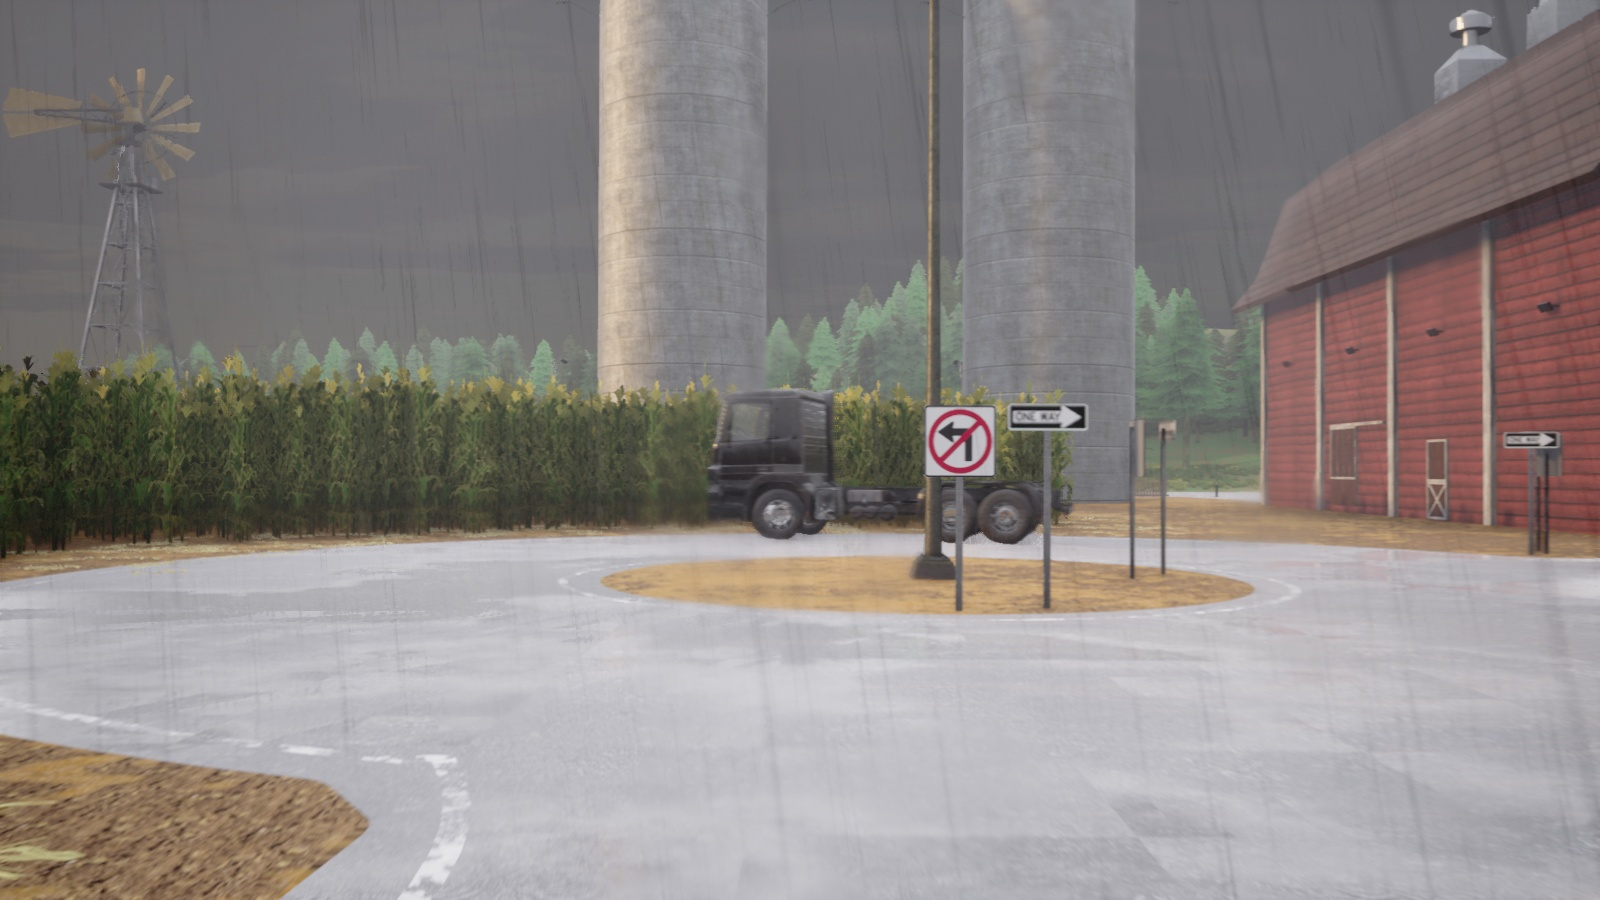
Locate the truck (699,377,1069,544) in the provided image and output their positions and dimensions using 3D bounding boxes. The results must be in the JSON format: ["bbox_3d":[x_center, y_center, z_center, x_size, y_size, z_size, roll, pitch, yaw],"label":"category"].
[{"bbox_3d":[1.955,0.266,28.379,7.936,3.462,2.891,0,-1,14],"label":"truck"}]
